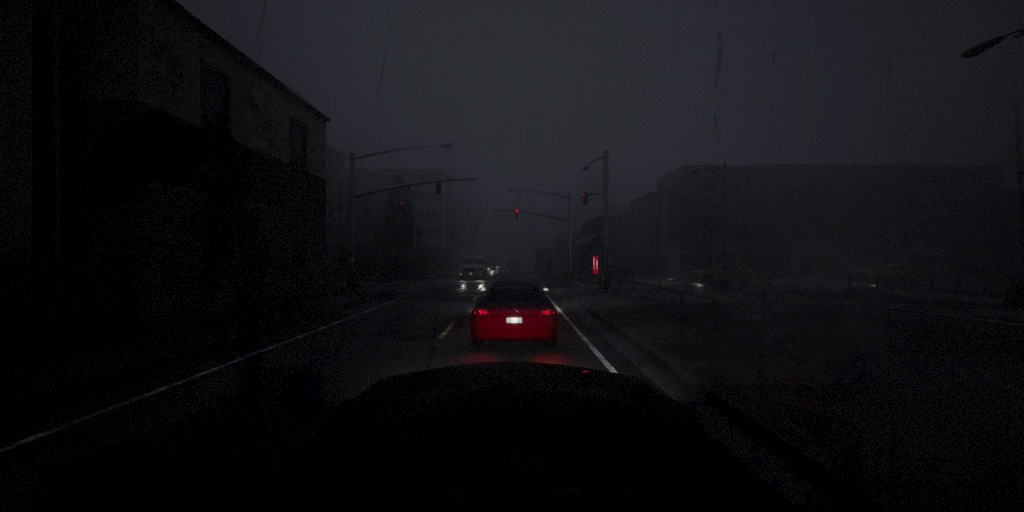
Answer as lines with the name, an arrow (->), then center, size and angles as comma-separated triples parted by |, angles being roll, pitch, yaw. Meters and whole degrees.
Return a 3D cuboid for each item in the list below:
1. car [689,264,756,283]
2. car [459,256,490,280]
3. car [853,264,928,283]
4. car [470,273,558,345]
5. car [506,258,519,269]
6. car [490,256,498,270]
car -> 17.302, 1.404, 29.582 | 5.008, 1.535, 1.882 | 0, 0, 0
car -> -3.593, 1.058, 33.913 | 2.150, 2.045, 5.566 | 0, 3, 0
car -> 31.133, 1.404, 29.608 | 5.008, 1.535, 1.882 | 0, 0, 0
car -> 0.064, 1.314, 9.508 | 1.994, 1.385, 4.181 | 0, 0, 0
car -> 0.114, 1.101, 57.805 | 2.097, 1.767, 4.553 | 0, 0, 0
car -> -3.580, 0.971, 52.231 | 2.150, 2.045, 5.566 | 0, 0, 1
